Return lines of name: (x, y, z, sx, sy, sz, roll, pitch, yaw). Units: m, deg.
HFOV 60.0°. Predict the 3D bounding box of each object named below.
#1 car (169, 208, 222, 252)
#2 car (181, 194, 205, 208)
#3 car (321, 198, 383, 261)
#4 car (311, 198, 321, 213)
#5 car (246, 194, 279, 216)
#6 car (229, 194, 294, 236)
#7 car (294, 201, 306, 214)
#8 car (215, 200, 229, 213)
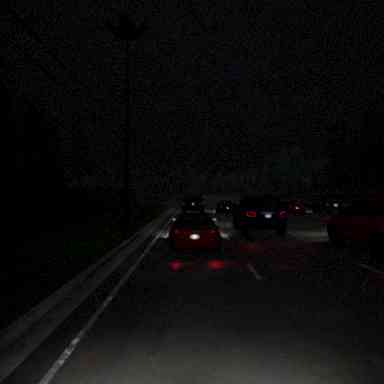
car: (0.099, 1.572, 13.891, 1.994, 1.385, 4.181, 0, 0, 0)
car: (0.105, 1.241, 34.121, 2.150, 2.045, 5.566, 0, 0, 0)
car: (7.101, 1.228, 12.454, 2.150, 2.045, 5.566, 0, 0, 0)
car: (14.105, 1.373, 34.781, 2.097, 1.767, 4.553, 0, 0, 0)
car: (7.106, 1.241, 34.099, 2.150, 2.045, 5.566, 0, 0, 0)
car: (3.591, 1.232, 18.441, 2.150, 2.045, 5.566, 0, 0, 0)
car: (10.605, 1.585, 35.615, 1.994, 1.385, 4.181, 0, 0, 0)
car: (3.605, 1.584, 35.774, 1.994, 1.385, 4.181, 0, 0, 0)
